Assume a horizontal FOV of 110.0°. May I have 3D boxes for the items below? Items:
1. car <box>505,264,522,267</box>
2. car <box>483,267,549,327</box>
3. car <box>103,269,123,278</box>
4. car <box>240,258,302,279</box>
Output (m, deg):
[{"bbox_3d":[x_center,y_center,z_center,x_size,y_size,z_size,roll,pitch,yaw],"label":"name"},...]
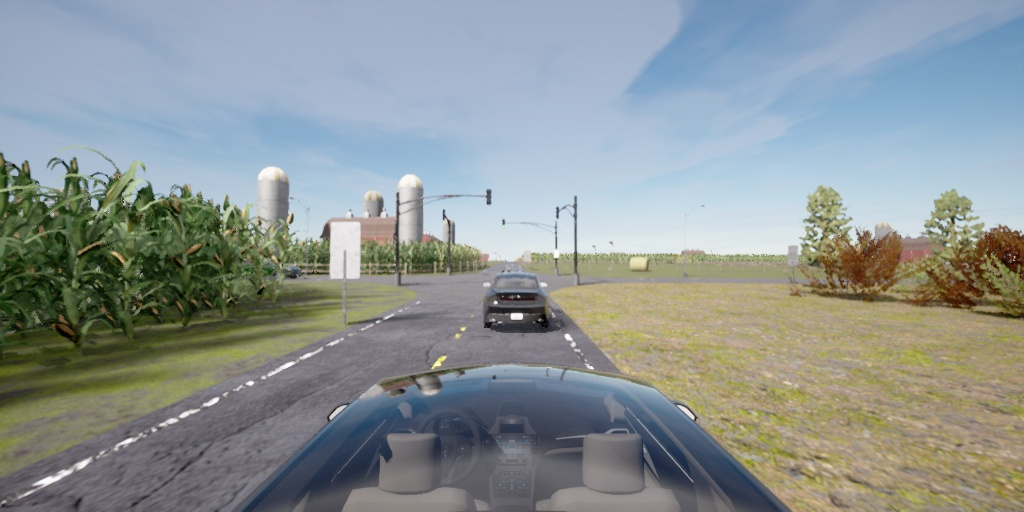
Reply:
[{"bbox_3d":[0.109,1.393,32.092,1.895,1.301,4.718,0,-1,1],"label":"car"},{"bbox_3d":[0.107,1.280,11.577,1.837,1.490,4.892,0,0,0],"label":"car"},{"bbox_3d":[-30.084,1.013,28.506,5.008,1.535,1.882,0,-1,-3],"label":"car"},{"bbox_3d":[-19.638,0.973,29.056,4.553,1.767,2.097,0,-1,-3],"label":"car"}]
